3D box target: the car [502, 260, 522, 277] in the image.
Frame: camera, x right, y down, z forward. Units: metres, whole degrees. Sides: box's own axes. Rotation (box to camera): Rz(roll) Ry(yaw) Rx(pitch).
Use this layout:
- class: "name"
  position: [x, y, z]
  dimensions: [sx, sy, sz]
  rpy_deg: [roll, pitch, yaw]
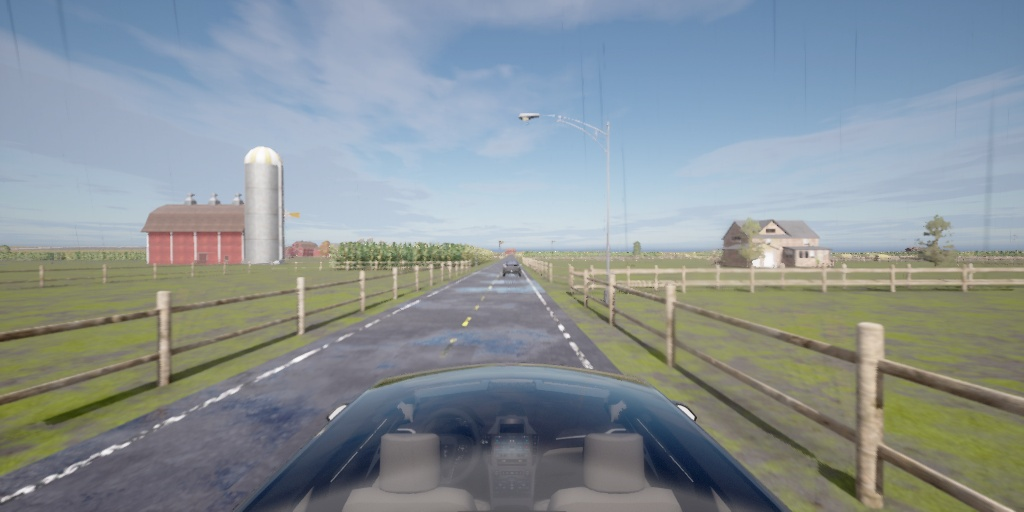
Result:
- class: "car"
  position: [0.012, 1.213, 35.745]
  dimensions: [2.128, 1.511, 4.902]
  rpy_deg: [0, 0, 0]
